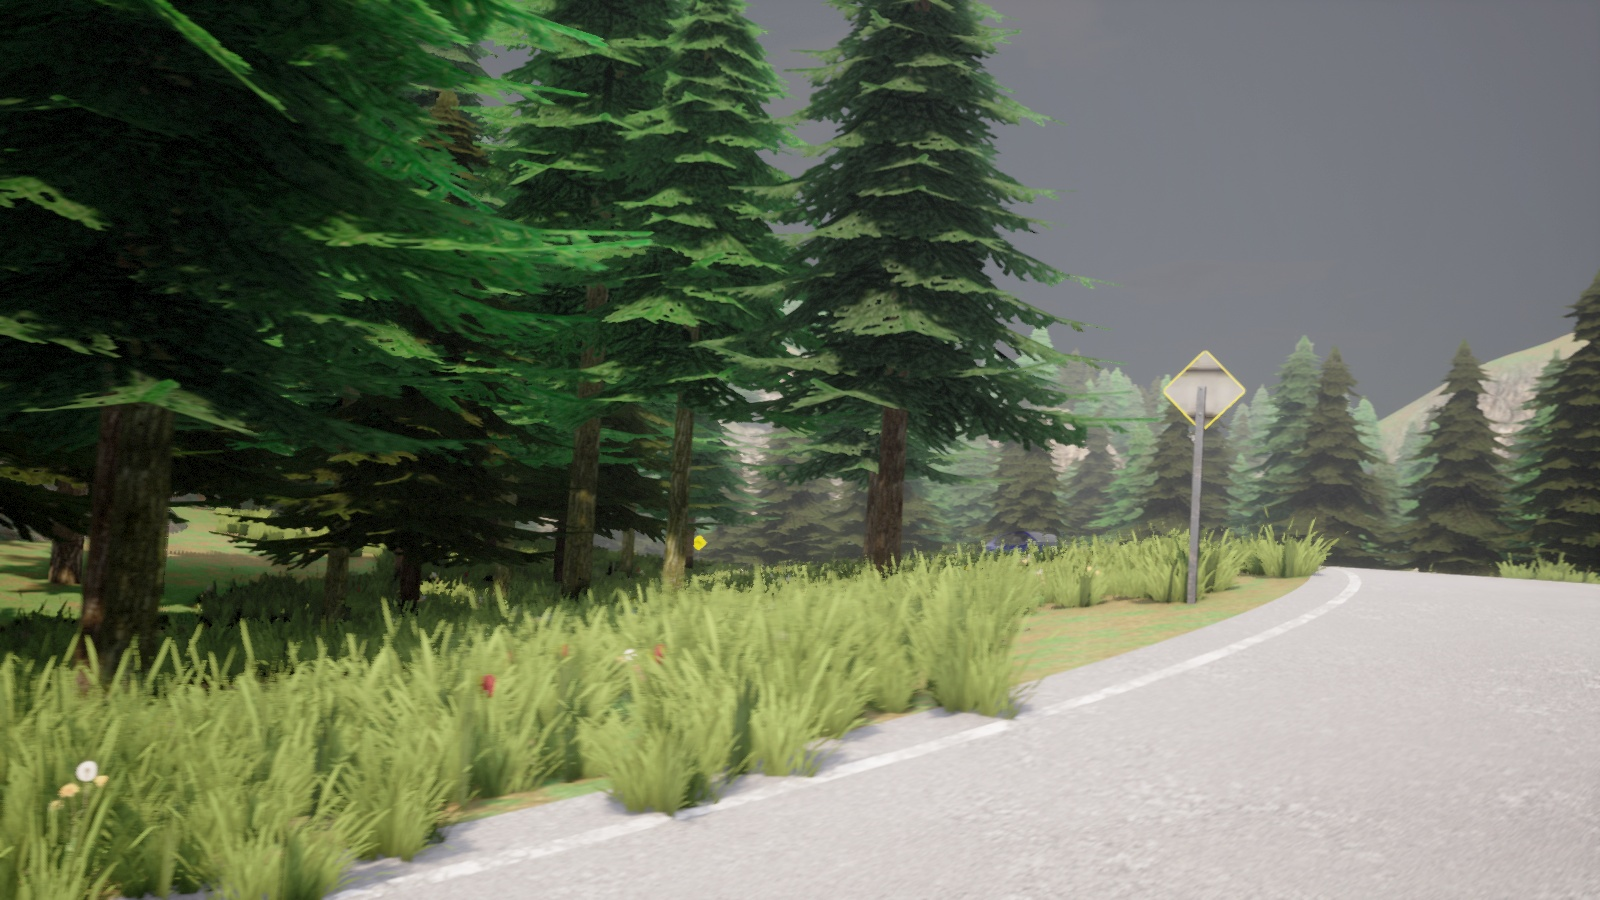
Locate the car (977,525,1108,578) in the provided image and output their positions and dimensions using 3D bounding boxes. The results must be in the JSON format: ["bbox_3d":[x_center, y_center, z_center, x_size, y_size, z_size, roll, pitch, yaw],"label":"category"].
[{"bbox_3d":[7.546,3.234,39.473,1.816,1.474,4.193,5,-8,-28],"label":"car"}]
